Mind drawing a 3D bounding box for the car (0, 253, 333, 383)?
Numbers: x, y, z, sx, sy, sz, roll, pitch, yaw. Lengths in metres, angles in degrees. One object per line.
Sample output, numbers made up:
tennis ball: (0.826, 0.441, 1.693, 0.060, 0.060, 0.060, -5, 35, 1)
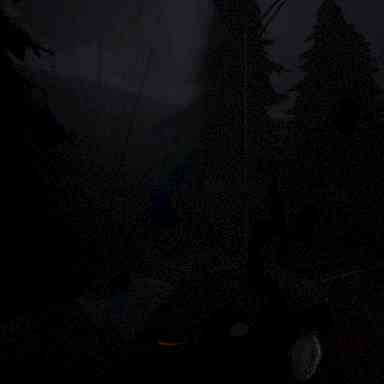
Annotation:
car: (-0.237, 1.526, 3.812, 4.674, 1.442, 1.812, 0, 0, -36)
